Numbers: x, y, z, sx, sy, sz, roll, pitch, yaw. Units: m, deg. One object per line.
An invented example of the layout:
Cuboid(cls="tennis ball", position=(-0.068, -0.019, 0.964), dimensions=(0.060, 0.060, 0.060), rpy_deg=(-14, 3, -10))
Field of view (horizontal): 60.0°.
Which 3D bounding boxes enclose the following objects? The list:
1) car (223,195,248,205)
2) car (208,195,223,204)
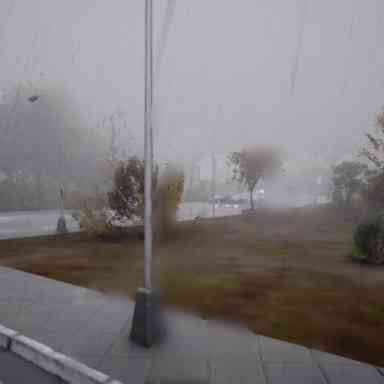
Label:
Cuboid(cls="car", position=(7.361, 1.235, 53.315), dimensions=(1.812, 1.442, 4.674), rpy_deg=(0, 1, 37))
Cuboid(cls="car", position=(4.584, 1.188, 55.444), dimensions=(1.882, 1.535, 5.008), rpy_deg=(0, 1, 37))
